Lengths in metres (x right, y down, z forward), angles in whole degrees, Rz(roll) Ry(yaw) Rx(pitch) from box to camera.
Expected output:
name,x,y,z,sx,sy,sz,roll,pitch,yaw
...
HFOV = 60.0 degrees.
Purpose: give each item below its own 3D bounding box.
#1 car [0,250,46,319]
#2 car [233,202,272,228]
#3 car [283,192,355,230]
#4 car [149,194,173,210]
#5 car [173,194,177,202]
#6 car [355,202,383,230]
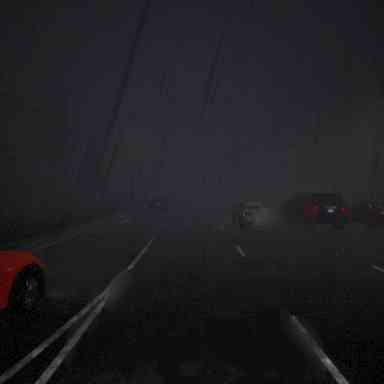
name,x,y,z,sx,sy,sz,roll,pitch,yaw
car,-4.096,1.305,4.675,2.097,1.767,4.553,0,1,8
car,3.601,1.331,20.247,1.812,1.442,4.674,0,1,0
car,7.101,1.033,19.719,2.150,2.045,5.566,0,1,0
car,-3.497,1.214,36.271,1.994,1.385,4.181,0,1,0
car,-3.494,1.053,57.001,1.895,1.301,4.718,0,1,0
car,10.603,1.305,19.692,2.128,1.511,4.902,0,1,0
